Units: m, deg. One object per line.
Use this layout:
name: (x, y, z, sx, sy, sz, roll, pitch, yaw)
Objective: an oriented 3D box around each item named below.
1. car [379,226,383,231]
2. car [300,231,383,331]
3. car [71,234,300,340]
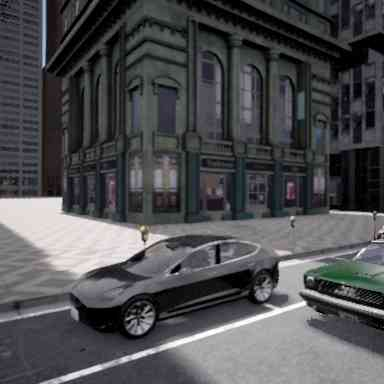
car: (9.079, 1.447, 13.129, 4.097, 1.590, 1.967, 0, 0, -36)
car: (4.192, 1.603, 6.373, 4.718, 1.301, 1.895, 0, 0, -36)
car: (-0.095, 1.567, 6.579, 4.313, 1.339, 1.947, 0, 0, -36)
